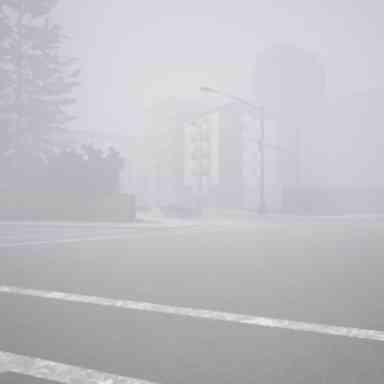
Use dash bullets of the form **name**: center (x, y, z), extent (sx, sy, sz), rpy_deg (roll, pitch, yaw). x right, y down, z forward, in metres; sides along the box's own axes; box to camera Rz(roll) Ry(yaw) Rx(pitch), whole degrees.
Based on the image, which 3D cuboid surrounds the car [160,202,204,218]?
- **car**: center (-0.975, 1.598, 30.123), extent (1.895, 1.301, 4.718), rpy_deg (0, 0, -35)

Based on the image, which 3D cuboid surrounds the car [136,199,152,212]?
- **car**: center (-6.576, 1.525, 38.123), extent (2.033, 1.411, 5.357), rpy_deg (0, 0, -35)
